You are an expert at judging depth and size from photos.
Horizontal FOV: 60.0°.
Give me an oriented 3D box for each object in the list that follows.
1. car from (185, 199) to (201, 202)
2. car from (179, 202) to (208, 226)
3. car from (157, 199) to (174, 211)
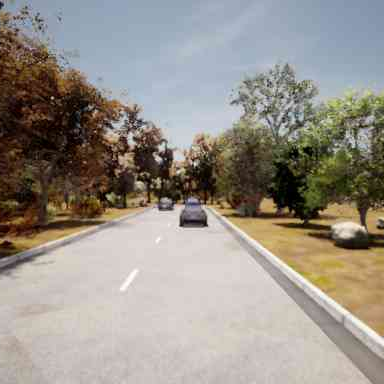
[{"bbox_3d":[0.092,1.590,42.040,1.882,1.535,5.008,0,0,0],"label":"car"},{"bbox_3d":[0.099,1.642,24.211,1.994,1.385,4.181,0,0,0],"label":"car"},{"bbox_3d":[-3.329,1.606,42.892,2.128,1.511,4.902,0,0,0],"label":"car"}]
